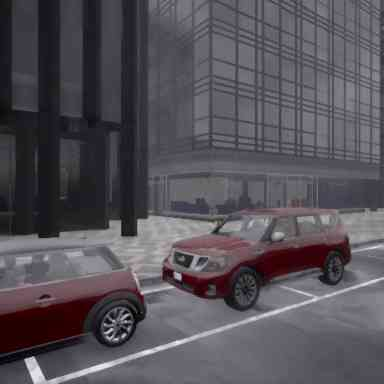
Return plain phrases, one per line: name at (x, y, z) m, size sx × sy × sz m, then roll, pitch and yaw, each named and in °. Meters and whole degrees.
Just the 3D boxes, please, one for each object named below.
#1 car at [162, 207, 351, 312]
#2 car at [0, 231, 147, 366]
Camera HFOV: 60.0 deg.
car at (1.770, 1.314, 7.910) m, size 5.009 × 1.841 × 2.192 m, roll 0°, pitch 0°, yaw -36°
car at (-2.797, 1.438, 4.652) m, size 4.097 × 1.590 × 1.967 m, roll 0°, pitch 0°, yaw -35°
